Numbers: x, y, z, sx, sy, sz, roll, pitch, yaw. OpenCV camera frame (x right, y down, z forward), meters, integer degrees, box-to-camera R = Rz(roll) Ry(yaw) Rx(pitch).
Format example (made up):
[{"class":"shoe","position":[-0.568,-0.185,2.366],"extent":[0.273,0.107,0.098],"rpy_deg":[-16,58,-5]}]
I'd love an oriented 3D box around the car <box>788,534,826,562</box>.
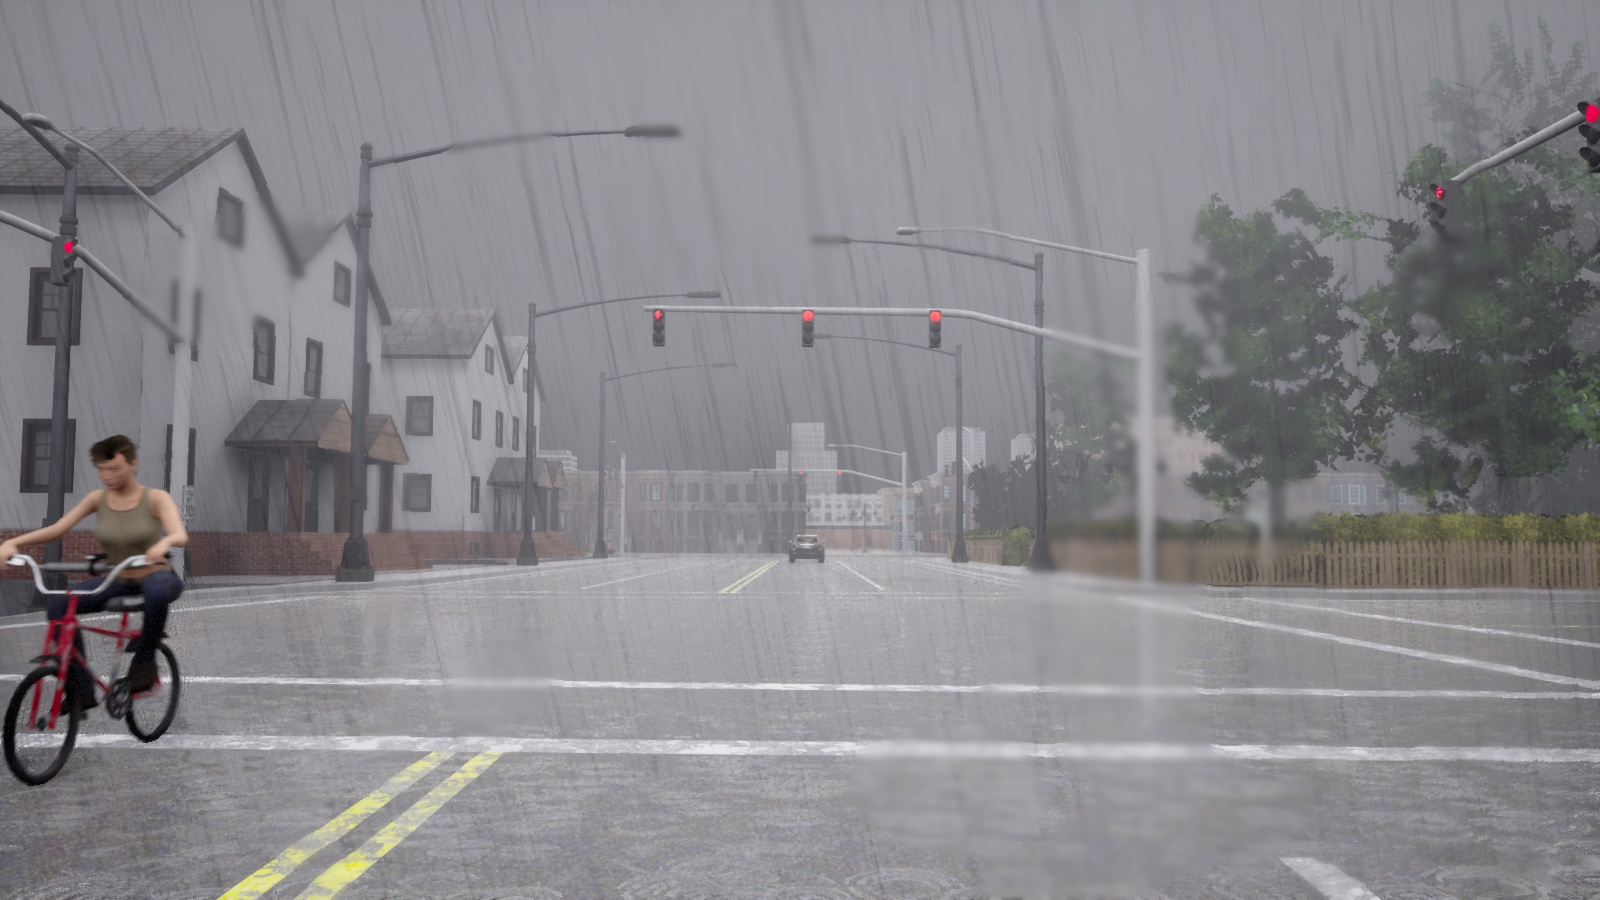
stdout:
[{"class":"car","position":[0.370,5.232,67.110],"extent":[1.970,1.475,3.806],"rpy_deg":[0,-4,1]}]

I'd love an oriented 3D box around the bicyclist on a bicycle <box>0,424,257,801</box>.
[{"class":"bicyclist on a bicycle","position":[-3.444,0.720,6.163],"extent":[0.866,1.612,1.509],"rpy_deg":[0,-2,0]}]
